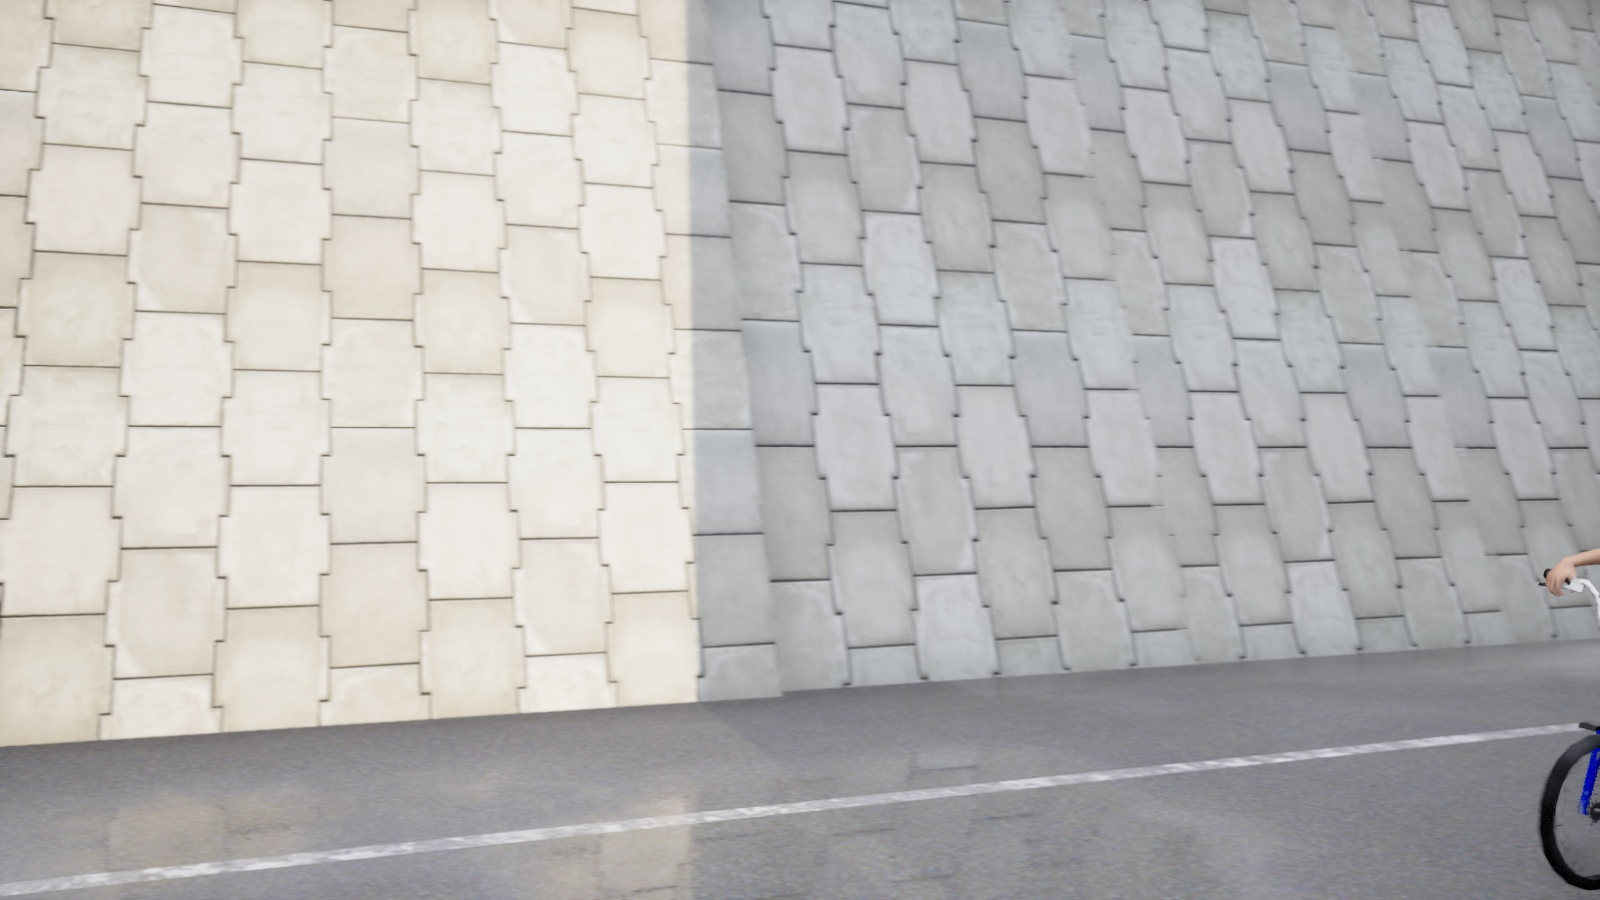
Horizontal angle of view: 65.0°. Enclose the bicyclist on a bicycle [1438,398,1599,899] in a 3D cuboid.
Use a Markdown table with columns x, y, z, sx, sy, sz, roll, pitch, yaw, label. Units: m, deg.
| x | y | z | sx | sy | sz | roll | pitch | yaw | label |
| --- | --- | --- | --- | --- | --- | --- | --- | --- | --- |
| 3.191 | 0.628 | 4.445 | 1.509 | 1.612 | 0.866 | -1 | 1 | -20 | bicyclist on a bicycle |
